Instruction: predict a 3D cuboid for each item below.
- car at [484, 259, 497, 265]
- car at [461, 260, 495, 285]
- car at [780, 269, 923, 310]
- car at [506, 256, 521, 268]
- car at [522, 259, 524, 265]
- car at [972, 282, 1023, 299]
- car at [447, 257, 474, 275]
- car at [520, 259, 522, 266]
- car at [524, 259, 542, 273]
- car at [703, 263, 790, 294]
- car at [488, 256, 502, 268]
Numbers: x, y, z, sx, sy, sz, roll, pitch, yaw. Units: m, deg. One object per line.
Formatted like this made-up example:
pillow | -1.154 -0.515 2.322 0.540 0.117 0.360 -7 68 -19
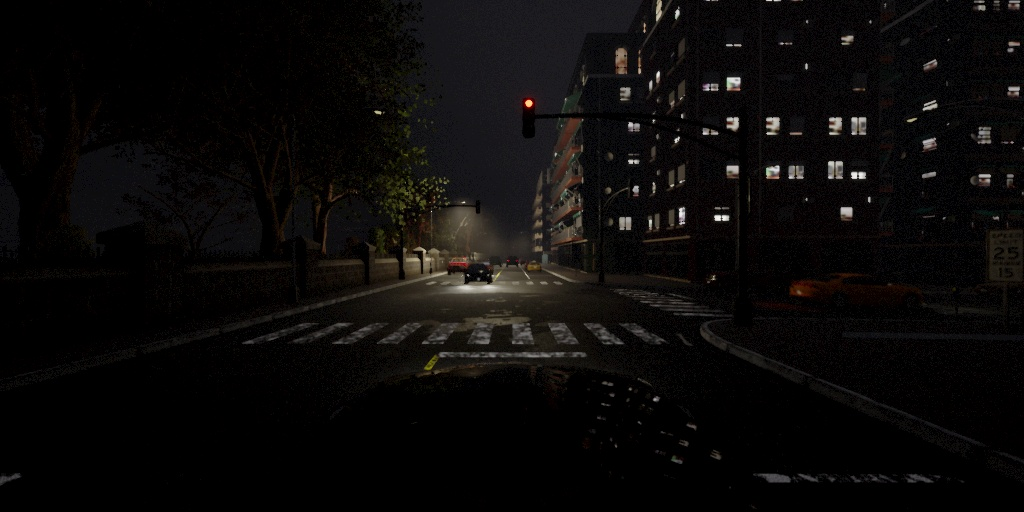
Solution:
car | -3.059 1.317 39.495 1.994 1.385 4.181 0 0 0
car | -2.575 1.275 26.270 1.812 1.442 4.674 0 0 -9
car | 15.597 1.541 16.360 5.008 1.535 1.882 1 0 1
car | 0.068 0.992 63.637 2.150 2.045 5.566 0 0 0
car | 2.743 1.306 49.774 1.888 1.381 4.507 0 0 0
car | 31.538 1.857 22.141 4.829 1.417 1.751 0 0 0
car | -5.649 1.069 38.713 2.192 1.841 5.009 0 0 0
car | 2.749 1.315 55.310 2.007 1.370 4.403 0 0 0
car | 2.737 1.283 44.409 1.751 1.417 4.829 0 0 0
car | 14.621 1.338 22.106 5.009 1.841 2.192 0 0 0
car | -2.979 0.994 63.929 2.150 2.045 5.566 0 0 1
